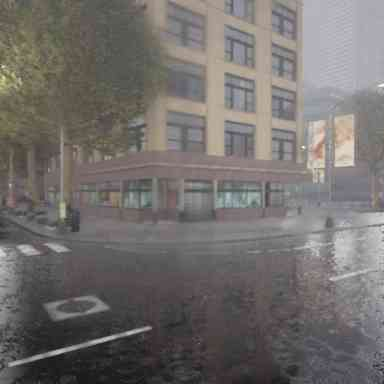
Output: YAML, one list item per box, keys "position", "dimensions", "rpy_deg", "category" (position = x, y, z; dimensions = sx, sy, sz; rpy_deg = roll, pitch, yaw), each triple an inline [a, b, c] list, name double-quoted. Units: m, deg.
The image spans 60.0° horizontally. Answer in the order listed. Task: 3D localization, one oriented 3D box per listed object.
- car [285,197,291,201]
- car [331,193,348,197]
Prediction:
- position: [24.092, 1.557, 88.236]
  dimensions: [2.161, 1.482, 4.786]
  rpy_deg: [0, 0, -36]
  category: "car"
- position: [34.567, 1.472, 80.751]
  dimensions: [2.002, 1.452, 4.674]
  rpy_deg: [0, 0, -36]
  category: "car"
